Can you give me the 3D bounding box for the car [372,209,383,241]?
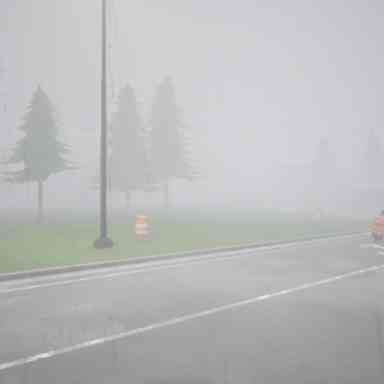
[{"bbox_3d":[10.445,1.370,15.720,4.553,1.767,2.097,0,0,-38],"label":"car"}]
